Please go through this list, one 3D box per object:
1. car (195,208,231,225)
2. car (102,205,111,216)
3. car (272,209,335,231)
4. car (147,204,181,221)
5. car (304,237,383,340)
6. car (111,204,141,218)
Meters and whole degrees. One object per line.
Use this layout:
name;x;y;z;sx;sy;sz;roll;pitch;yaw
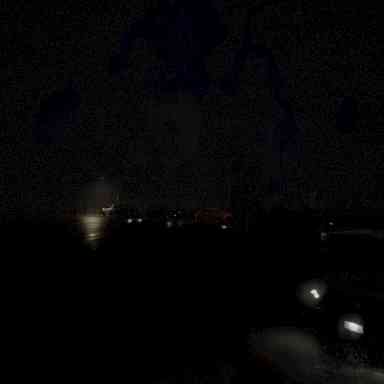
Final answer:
car;2.307;2.384;33.236;1.882;1.535;5.008;1;-3;-36
car;-15.004;3.443;62.631;2.150;2.045;5.566;1;-3;-36
car;8.217;2.040;24.886;1.837;1.490;4.892;1;-3;-35
car;-3.579;2.503;41.510;2.150;2.045;5.566;1;-3;-35
car;4.430;1.557;6.416;5.357;1.411;2.033;0;0;-38
car;-9.783;2.904;50.305;2.150;2.045;5.566;1;-3;-35
